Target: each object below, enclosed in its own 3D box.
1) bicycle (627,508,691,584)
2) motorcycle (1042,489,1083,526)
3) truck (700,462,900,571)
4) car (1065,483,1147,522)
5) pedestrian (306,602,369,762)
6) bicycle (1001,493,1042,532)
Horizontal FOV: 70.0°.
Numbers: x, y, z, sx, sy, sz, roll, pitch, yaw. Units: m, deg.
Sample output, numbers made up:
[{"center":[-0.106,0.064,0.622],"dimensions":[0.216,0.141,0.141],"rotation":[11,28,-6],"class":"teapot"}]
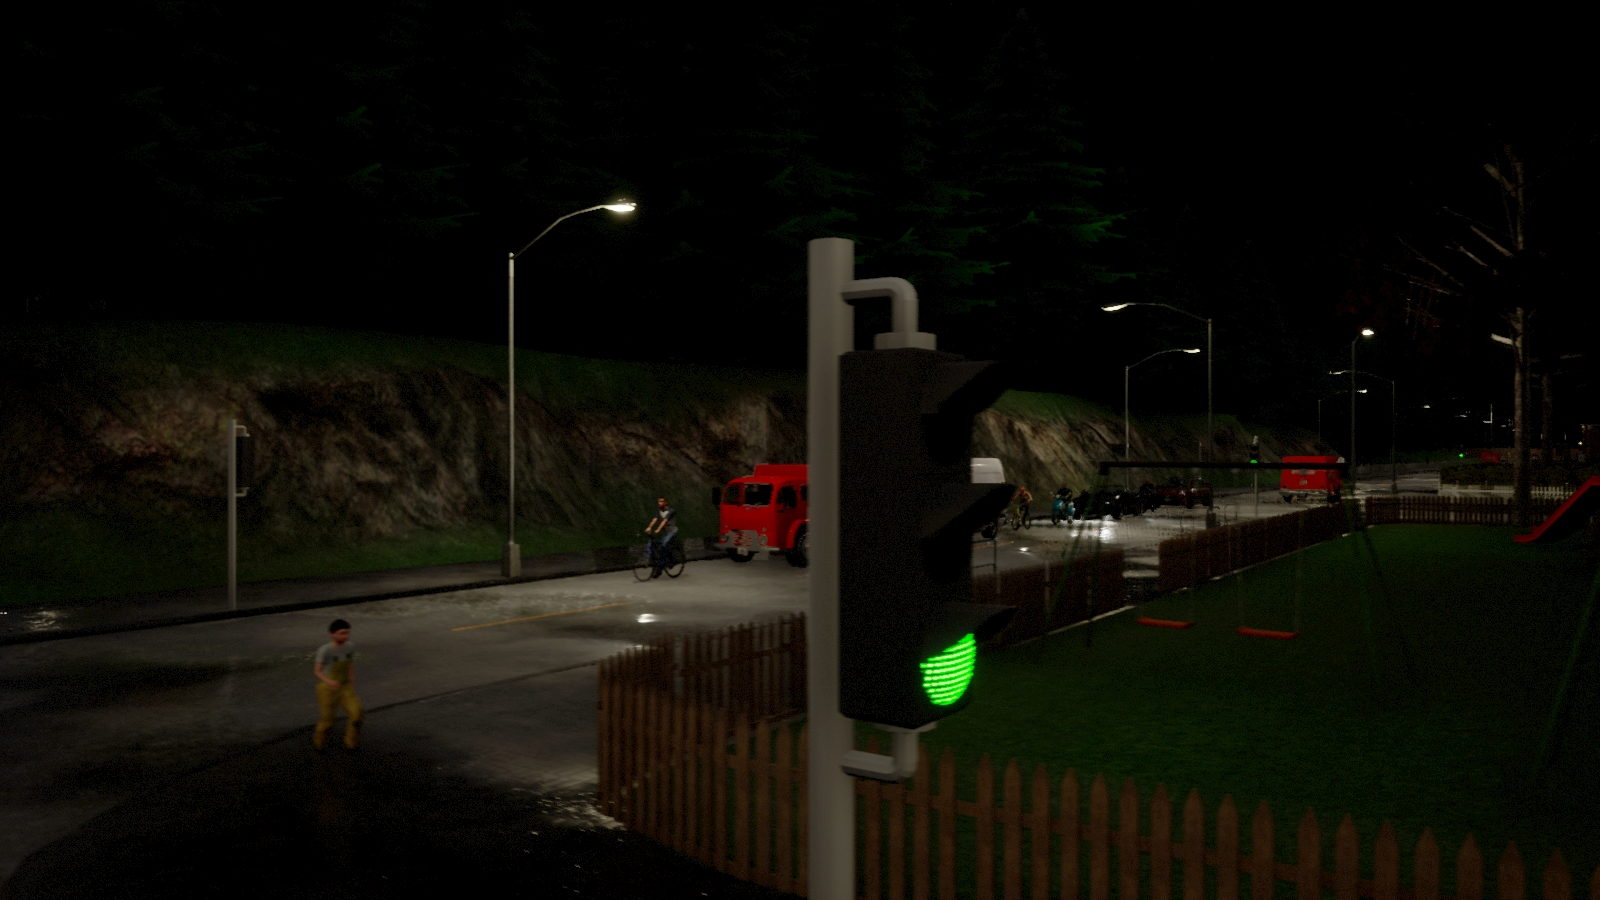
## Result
[{"center":[-3.039,2.057,24.736],"dimensions":[0.373,1.496,1.643],"rotation":[0,0,35],"class":"bicycle"},{"center":[9.879,2.143,42.956],"dimensions":[0.856,1.316,1.805],"rotation":[0,0,36],"class":"motorcycle"},{"center":[0.123,1.569,29.248],"dimensions":[2.627,2.467,5.204],"rotation":[0,0,35],"class":"truck"},{"center":[12.674,2.119,47.171],"dimensions":[1.994,1.385,4.181],"rotation":[0,0,35],"class":"car"},{"center":[-4.079,2.026,10.072],"dimensions":[0.375,1.300,0.375],"rotation":[0,0,37],"class":"pedestrian"},{"center":[7.742,2.159,39.921],"dimensions":[0.859,1.276,1.487],"rotation":[0,0,36],"class":"bicycle"}]
